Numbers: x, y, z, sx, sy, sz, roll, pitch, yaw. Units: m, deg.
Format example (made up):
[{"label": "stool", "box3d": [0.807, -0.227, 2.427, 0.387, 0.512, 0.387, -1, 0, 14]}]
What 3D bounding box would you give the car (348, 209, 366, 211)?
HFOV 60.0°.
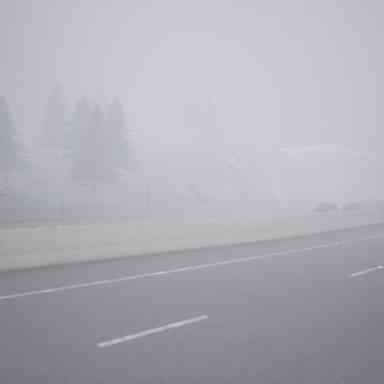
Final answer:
[{"label": "car", "box3d": [19.631, 2.080, 40.032, 1.994, 1.385, 4.181, 0, -1, 43]}]
